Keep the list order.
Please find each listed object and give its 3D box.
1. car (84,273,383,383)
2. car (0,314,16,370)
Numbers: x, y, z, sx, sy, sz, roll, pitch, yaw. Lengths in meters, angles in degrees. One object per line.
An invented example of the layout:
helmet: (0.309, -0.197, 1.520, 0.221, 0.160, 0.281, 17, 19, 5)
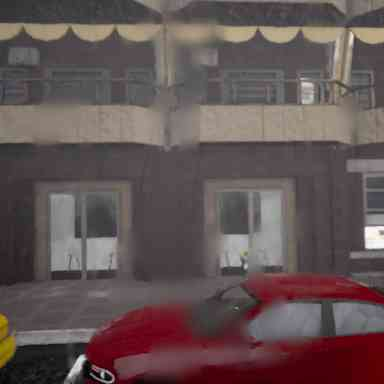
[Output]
car: (1.061, 1.689, 3.928, 4.507, 1.381, 1.887, -1, -2, -3)
car: (-4.625, 1.728, 3.606, 4.829, 1.417, 1.752, -1, -2, -3)
